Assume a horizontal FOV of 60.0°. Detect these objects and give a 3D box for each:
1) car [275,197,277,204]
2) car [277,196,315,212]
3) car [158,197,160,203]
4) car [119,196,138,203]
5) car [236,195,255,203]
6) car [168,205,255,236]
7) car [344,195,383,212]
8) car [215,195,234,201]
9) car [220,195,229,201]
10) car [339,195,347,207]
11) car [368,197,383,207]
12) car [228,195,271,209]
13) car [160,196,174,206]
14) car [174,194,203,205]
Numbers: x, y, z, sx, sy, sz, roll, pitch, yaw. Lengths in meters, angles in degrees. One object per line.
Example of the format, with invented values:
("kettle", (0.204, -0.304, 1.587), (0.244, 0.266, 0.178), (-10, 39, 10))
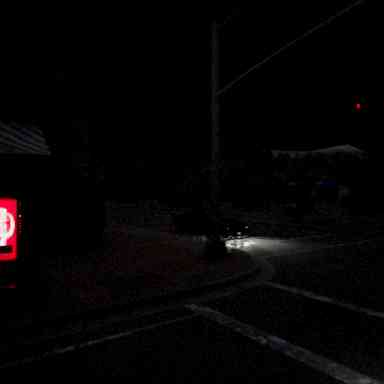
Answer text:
("car", (16.547, 1.445, 58.596), (4.514, 1.523, 2.007), (0, 0, -36))
("car", (11.326, 1.396, 35.440), (3.806, 1.475, 1.970), (0, 0, -36))
("car", (-5.188, 1.542, 70.034), (3.806, 1.475, 1.970), (0, 0, -36))
("car", (-12.951, 1.538, 68.114), (3.633, 1.501, 1.845), (0, 0, -36))
("car", (10.741, 1.467, 66.728), (3.633, 1.501, 1.845), (0, 0, -36))
("car", (0.865, 1.717, 19.167), (2.033, 1.411, 5.357), (0, 0, -36))
("car", (19.187, 1.455, 36.589), (4.514, 1.523, 2.007), (0, 0, -36))
("car", (8.166, 1.480, 83.340), (4.514, 1.523, 2.007), (0, 0, -36))
("car", (10.042, 1.470, 80.825), (5.027, 1.636, 2.152), (0, 0, -36))
("car", (23.251, 1.245, 48.073), (4.605, 1.855, 1.932), (0, 0, -36))
("car", (30.109, 1.501, 53.060), (3.806, 1.475, 1.970), (0, 0, -36))
("car", (7.312, 1.318, 40.458), (5.027, 1.636, 2.152), (0, 0, -36))
("car", (-2.200, 1.262, 52.955), (4.605, 1.855, 1.932), (0, 0, -36))
("car", (-0.167, 1.241, 50.839), (3.866, 1.878, 1.905), (0, 0, -36))
